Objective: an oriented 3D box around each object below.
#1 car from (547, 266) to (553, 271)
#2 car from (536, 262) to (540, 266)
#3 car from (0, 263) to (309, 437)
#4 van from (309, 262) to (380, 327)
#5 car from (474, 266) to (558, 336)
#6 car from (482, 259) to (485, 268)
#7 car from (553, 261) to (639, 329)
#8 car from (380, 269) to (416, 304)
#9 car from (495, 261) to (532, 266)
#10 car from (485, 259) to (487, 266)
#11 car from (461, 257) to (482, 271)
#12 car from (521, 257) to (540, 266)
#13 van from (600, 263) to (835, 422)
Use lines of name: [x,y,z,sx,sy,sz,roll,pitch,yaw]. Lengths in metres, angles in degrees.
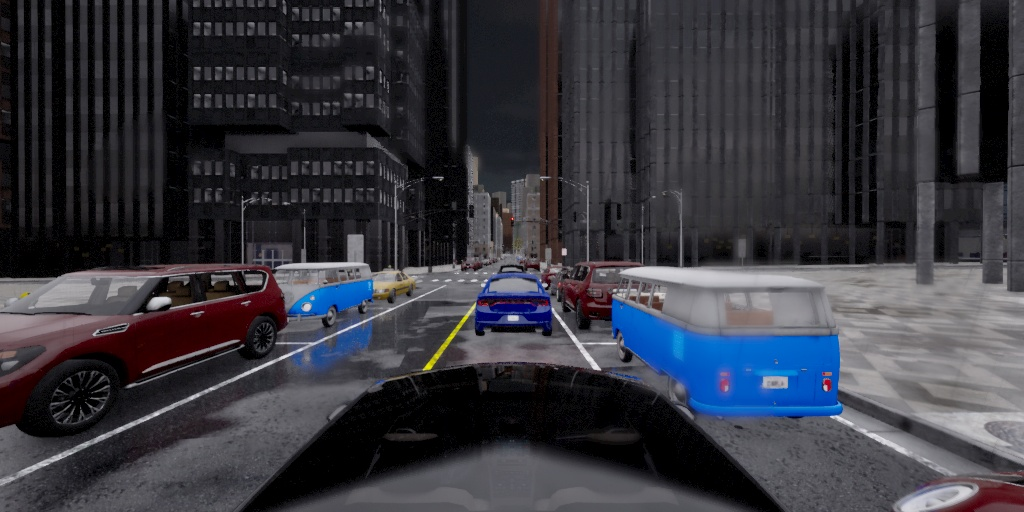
car: [2.764,1.301,16.663,2.007,1.370,4.403,0,0,0]
car: [2.763,1.297,22.189,1.888,1.381,4.507,0,0,0]
car: [-5.765,1.064,5.626,2.192,1.841,5.009,0,0,0]
van: [-5.764,1.091,11.151,1.690,1.789,3.998,0,0,0]
car: [0.059,1.228,10.426,1.882,1.535,5.008,0,0,1]
car: [-5.762,1.090,54.882,2.192,1.841,5.009,0,0,0]
car: [2.766,1.065,11.138,2.192,1.841,5.009,0,0,0]
car: [-5.763,1.276,16.505,1.751,1.417,4.829,0,0,0]
car: [0.001,1.257,20.797,1.837,1.490,4.892,0,0,0]
car: [-5.762,1.348,60.525,1.948,1.339,4.313,0,0,0]
car: [-5.762,1.084,49.239,2.192,1.841,5.009,0,0,0]
car: [2.763,1.084,49.229,2.192,1.841,5.009,0,0,0]
van: [2.767,1.091,5.612,1.690,1.789,3.998,0,0,0]
